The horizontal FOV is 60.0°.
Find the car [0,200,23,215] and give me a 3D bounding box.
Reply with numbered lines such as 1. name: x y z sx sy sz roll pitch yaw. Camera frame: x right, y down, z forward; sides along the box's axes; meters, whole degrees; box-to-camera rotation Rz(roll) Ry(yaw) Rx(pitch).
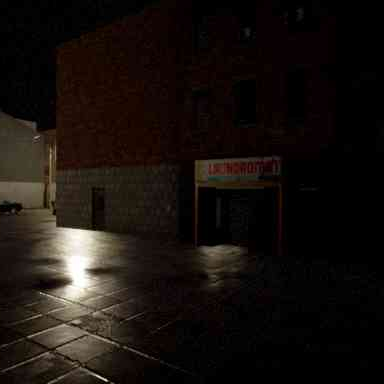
1. car: -18.967 1.508 32.079 2.128 1.511 4.902 0 1 36
